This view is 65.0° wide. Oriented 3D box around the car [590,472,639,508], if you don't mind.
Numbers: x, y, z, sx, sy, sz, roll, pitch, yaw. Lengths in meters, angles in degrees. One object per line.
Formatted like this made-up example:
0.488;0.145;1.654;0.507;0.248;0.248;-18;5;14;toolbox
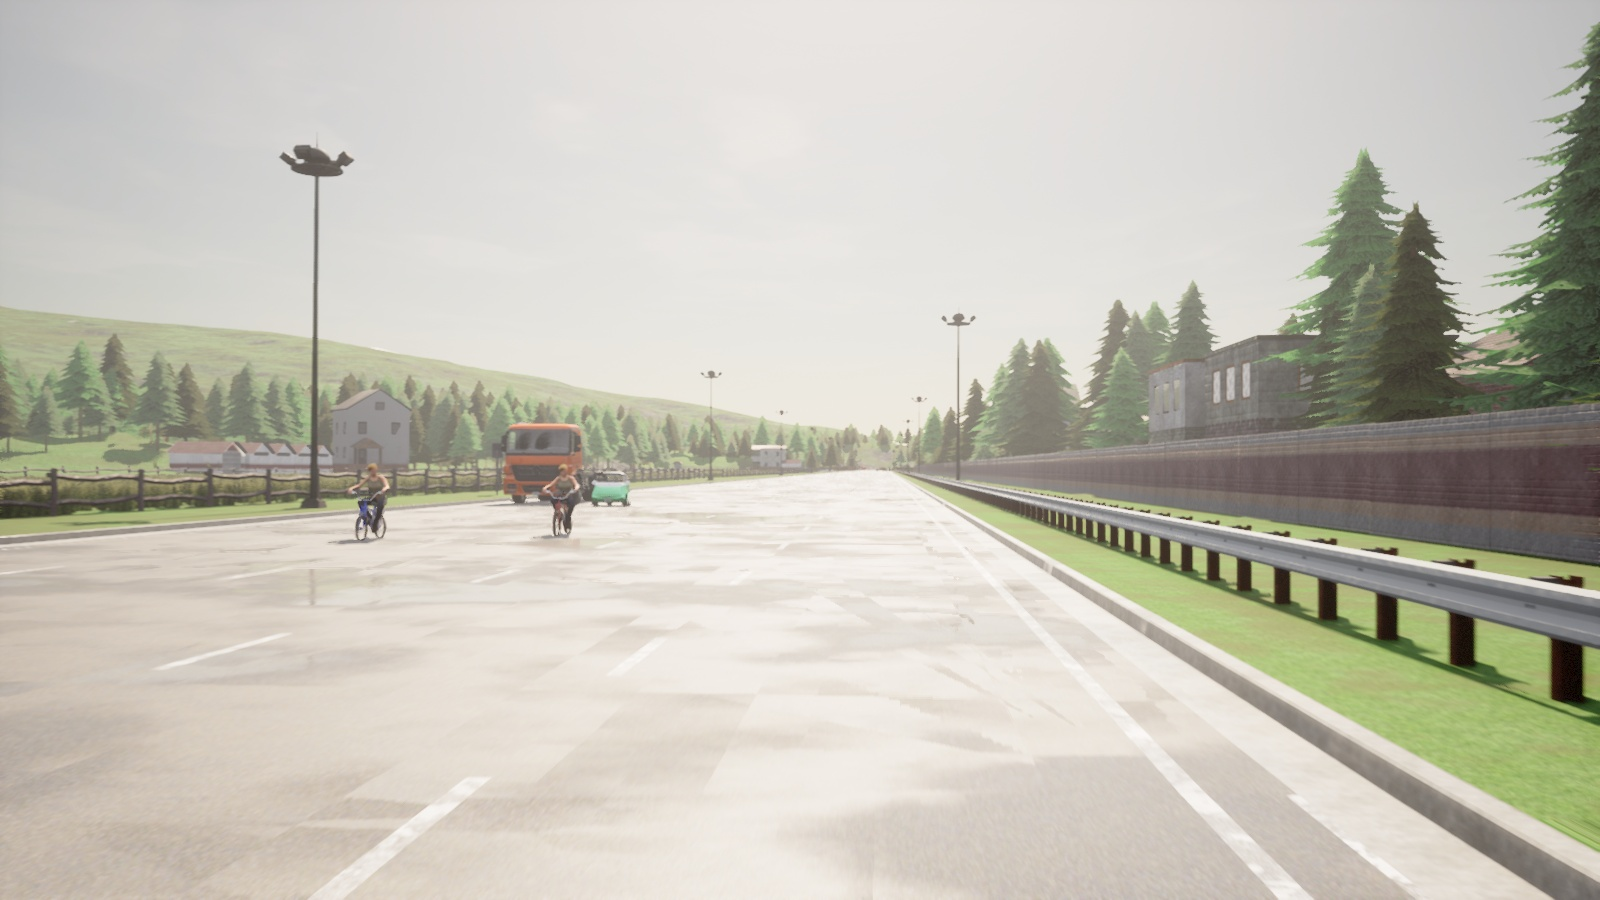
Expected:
-7.349;1.582;49.925;1.481;1.376;2.207;0;-1;4;car

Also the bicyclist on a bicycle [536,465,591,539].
-5.327;1.159;28.377;0.866;1.612;1.509;0;-1;4;bicyclist on a bicycle

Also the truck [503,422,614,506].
-10.482;0.633;55.425;2.891;3.462;7.936;0;-1;4;truck

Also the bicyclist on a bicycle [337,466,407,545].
-8.973;1.143;26.384;0.866;1.612;1.509;0;-1;4;bicyclist on a bicycle
